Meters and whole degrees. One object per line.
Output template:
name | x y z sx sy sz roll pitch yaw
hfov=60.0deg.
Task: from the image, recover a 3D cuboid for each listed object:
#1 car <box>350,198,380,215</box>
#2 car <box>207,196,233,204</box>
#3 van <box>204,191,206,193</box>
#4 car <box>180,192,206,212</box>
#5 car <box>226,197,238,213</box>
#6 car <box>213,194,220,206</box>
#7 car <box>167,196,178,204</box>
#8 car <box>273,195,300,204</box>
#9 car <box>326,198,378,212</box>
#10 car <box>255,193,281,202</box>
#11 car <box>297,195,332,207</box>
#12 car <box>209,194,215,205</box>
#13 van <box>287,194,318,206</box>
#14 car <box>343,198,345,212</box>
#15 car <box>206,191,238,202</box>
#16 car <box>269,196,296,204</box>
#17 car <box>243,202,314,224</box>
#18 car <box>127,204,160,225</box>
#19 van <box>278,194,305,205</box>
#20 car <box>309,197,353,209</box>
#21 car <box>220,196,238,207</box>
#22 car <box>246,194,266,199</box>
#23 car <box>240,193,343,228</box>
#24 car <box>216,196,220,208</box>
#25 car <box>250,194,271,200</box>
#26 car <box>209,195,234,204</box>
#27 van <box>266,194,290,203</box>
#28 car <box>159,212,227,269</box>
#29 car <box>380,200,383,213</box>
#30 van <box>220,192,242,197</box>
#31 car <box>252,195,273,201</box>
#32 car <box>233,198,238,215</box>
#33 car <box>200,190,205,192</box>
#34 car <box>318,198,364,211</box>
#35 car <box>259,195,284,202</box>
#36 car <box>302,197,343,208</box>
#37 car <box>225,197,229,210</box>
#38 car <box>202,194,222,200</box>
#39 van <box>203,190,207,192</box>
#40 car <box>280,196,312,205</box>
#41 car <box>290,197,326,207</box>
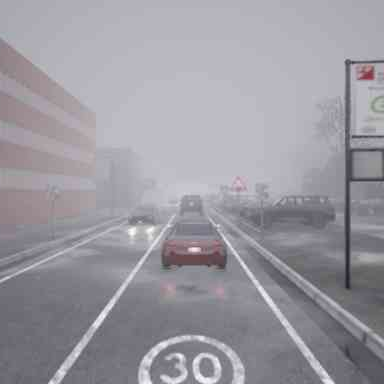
car | 18.652 1.488 33.019 4.892 1.521 2.231 0 0 -1
car | 5.552 1.538 66.646 5.008 1.535 2.097 0 0 -1
van | 5.539 1.293 75.262 4.442 1.987 1.878 0 1 -1
car | -0.046 1.279 33.425 2.150 2.045 5.566 0 0 0
car | 6.088 1.527 32.741 4.674 1.452 2.002 0 0 -1
car | 6.054 1.506 46.871 5.366 1.575 1.946 0 0 -1
car | -3.758 1.530 65.273 1.882 1.535 5.008 0 0 0
car | 18.137 1.408 64.200 4.553 1.767 2.185 0 0 -1
car | 18.562 1.495 38.666 5.008 1.535 2.097 0 0 -1
car | 17.923 1.223 78.333 5.566 2.045 2.435 0 1 -1
car | 18.418 1.387 50.084 4.553 1.767 2.185 0 0 -1
car | 5.638 1.510 49.691 5.366 1.575 1.946 0 0 -1
van | 18.417 1.294 55.606 4.442 1.987 1.878 0 0 -1
car | 18.607 1.491 35.843 5.008 1.535 2.097 0 0 -1
car | 5.719 1.274 58.171 5.566 2.045 2.435 0 0 -1
car | 18.158 1.567 66.898 4.792 1.488 2.163 0 0 -1
car | 6.221 1.509 24.264 4.674 1.452 2.002 0 0 -1
car | -3.435 1.603 24.719 2.033 1.411 5.357 0 0 0
van | 18.331 1.303 61.255 4.442 1.987 1.878 0 0 -1
car | 18.481 1.504 44.438 5.008 1.535 2.097 0 0 -1
car | 5.972 1.526 38.392 4.792 1.488 2.163 0 0 -1
car | 17.728 1.247 92.453 5.008 1.535 2.097 0 1 -1
car | 6.239 1.209 21.440 5.566 2.045 2.435 0 0 -1
car | 5.910 1.544 44.043 4.674 1.452 2.002 0 0 -1
car | 17.829 1.341 86.682 4.892 1.521 2.231 0 1 -1
car | 5.633 1.408 63.821 4.553 1.767 2.185 0 0 -1
van | 17.965 1.316 69.722 4.442 1.987 1.878 0 0 -1
car | 0.066 1.600 11.379 1.994 1.385 4.181 0 0 0
car | 18.755 1.477 27.373 4.892 1.521 2.231 0 0 -1
van | 6.074 1.274 41.220 4.442 1.987 1.878 0 0 -1
car | 17.834 1.413 83.984 4.792 1.488 2.163 0 1 -1
car | 6.174 1.476 27.091 5.008 1.535 2.097 0 0 -1
car | 5.263 1.136 83.614 5.566 2.045 2.435 0 1 -1
car | 18.552 1.529 41.490 4.792 1.488 2.163 0 0 -1
car | 17.990 1.517 75.503 5.008 1.535 2.097 0 1 -1
car | 18.427 1.508 47.261 5.008 1.535 2.097 0 0 -1
car | 6.049 1.532 35.567 4.674 1.452 2.002 0 0 -1
car | 5.252 1.341 86.444 5.008 1.535 2.097 0 1 -1
van | 5.452 1.207 80.792 4.442 1.987 1.878 0 1 -1
car | 18.264 1.526 58.429 4.892 1.521 2.231 0 0 -1
car | 18.348 1.516 52.907 5.008 1.535 2.097 0 0 -1
